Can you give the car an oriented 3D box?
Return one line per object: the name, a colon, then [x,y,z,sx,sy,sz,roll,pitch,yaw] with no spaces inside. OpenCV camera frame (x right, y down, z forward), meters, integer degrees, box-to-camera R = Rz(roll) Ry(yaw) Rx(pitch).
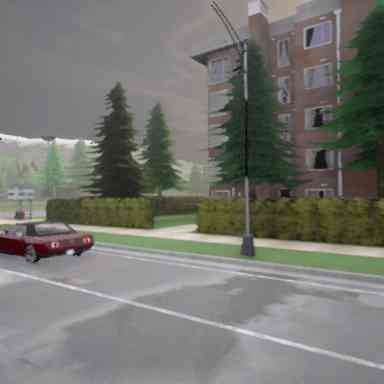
car: [-5.846,1.737,12.386,4.718,1.301,1.895,-1,0,36]
